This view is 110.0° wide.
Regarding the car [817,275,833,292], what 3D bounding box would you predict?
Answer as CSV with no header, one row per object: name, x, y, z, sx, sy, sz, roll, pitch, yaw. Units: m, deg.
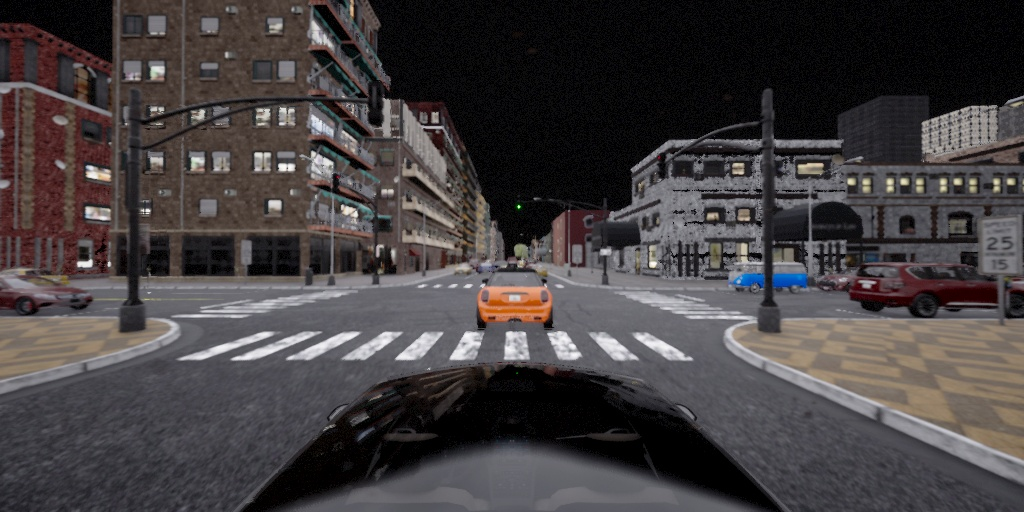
car,20.428,1.372,21.063,4.097,1.591,1.967,0,0,0

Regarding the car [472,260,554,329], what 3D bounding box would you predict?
car,0.086,1.136,11.509,2.097,1.767,4.553,0,0,0

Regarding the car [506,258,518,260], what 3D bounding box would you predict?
car,0.024,1.573,63.390,1.882,1.535,5.008,0,0,0

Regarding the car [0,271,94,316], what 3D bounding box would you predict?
car,-17.463,1.329,12.608,4.207,1.307,1.802,0,0,0

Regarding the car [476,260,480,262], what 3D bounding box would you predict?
car,-3.074,1.501,43.539,1.812,1.442,4.674,0,0,0

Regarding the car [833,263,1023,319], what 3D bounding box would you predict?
car,14.924,1.151,12.673,5.009,1.841,2.192,0,0,0

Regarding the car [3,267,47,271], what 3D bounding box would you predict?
car,-28.976,1.331,20.965,4.829,1.417,1.751,0,0,0

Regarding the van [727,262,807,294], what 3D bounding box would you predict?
van,14.905,1.255,21.052,3.998,1.789,1.690,0,0,0

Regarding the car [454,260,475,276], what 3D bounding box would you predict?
car,-5.675,1.492,41.950,1.751,1.417,4.829,0,0,0
